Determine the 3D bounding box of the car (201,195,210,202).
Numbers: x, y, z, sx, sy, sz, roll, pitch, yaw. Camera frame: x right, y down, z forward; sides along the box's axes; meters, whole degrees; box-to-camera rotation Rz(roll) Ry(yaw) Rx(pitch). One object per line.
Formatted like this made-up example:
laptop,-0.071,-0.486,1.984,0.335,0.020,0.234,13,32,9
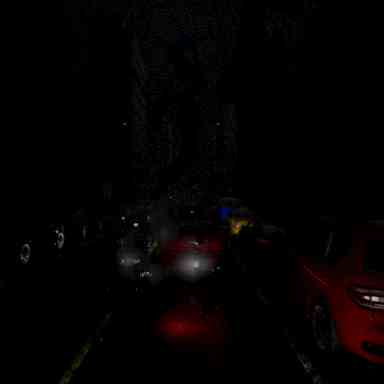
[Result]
car,2.856,1.302,71.709,1.887,1.381,4.507,1,0,1

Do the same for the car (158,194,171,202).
car,-5.724,1.362,66.259,1.802,1.307,4.206,1,0,1

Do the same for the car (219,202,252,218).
car,2.627,1.468,17.338,1.752,1.417,4.829,1,0,0

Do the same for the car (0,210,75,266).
car,-5.882,1.530,11.474,1.947,1.339,4.313,1,0,0

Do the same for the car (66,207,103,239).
car,-5.898,1.490,17.146,1.887,1.381,4.507,1,0,0

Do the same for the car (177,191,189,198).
car,-2.588,1.175,95.159,1.837,1.490,4.892,0,0,1

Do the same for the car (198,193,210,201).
car,2.801,1.343,66.179,1.947,1.339,4.313,1,0,1

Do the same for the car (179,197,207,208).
car,0.013,1.388,27.515,1.882,1.535,5.008,0,0,0

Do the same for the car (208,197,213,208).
car,2.595,1.431,28.685,1.752,1.417,4.829,1,0,0

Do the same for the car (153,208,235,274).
car,0.056,1.472,10.416,1.837,1.490,4.892,0,1,0

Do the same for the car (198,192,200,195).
car,2.911,1.289,77.240,2.008,1.369,4.403,1,0,1

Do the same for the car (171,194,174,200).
car,-5.669,1.327,71.788,1.947,1.339,4.313,1,0,1

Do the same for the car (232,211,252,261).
car,2.643,1.544,11.494,1.802,1.307,4.206,1,0,0

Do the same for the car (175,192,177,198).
car,-5.559,1.266,82.846,1.887,1.381,4.507,1,0,1

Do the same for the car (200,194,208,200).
car,2.966,1.263,82.770,1.887,1.381,4.507,1,0,1

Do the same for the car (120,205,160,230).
car,-3.152,1.533,20.891,1.895,1.301,4.718,0,0,0

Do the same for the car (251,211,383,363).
car,2.661,1.295,5.821,2.192,1.841,5.009,1,0,0

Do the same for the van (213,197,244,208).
van,2.613,1.266,22.841,1.690,1.788,3.998,1,0,0
